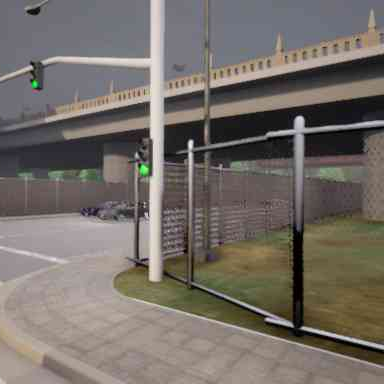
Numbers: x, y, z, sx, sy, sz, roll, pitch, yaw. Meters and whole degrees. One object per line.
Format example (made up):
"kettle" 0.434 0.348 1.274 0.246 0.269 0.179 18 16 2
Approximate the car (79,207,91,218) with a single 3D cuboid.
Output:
"car" -7.162 1.505 28.337 1.895 1.301 4.718 0 0 35

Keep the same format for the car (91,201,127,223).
"car" -4.955 1.432 25.399 1.837 1.490 4.892 0 0 35
